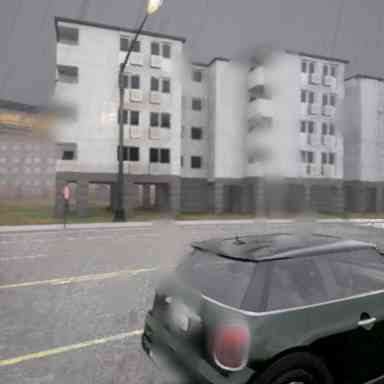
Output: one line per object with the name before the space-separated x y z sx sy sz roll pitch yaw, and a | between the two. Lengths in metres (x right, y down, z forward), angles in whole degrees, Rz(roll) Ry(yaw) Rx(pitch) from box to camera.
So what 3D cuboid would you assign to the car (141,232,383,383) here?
car | 1.726 1.354 4.468 4.553 1.767 2.097 1 0 -30
